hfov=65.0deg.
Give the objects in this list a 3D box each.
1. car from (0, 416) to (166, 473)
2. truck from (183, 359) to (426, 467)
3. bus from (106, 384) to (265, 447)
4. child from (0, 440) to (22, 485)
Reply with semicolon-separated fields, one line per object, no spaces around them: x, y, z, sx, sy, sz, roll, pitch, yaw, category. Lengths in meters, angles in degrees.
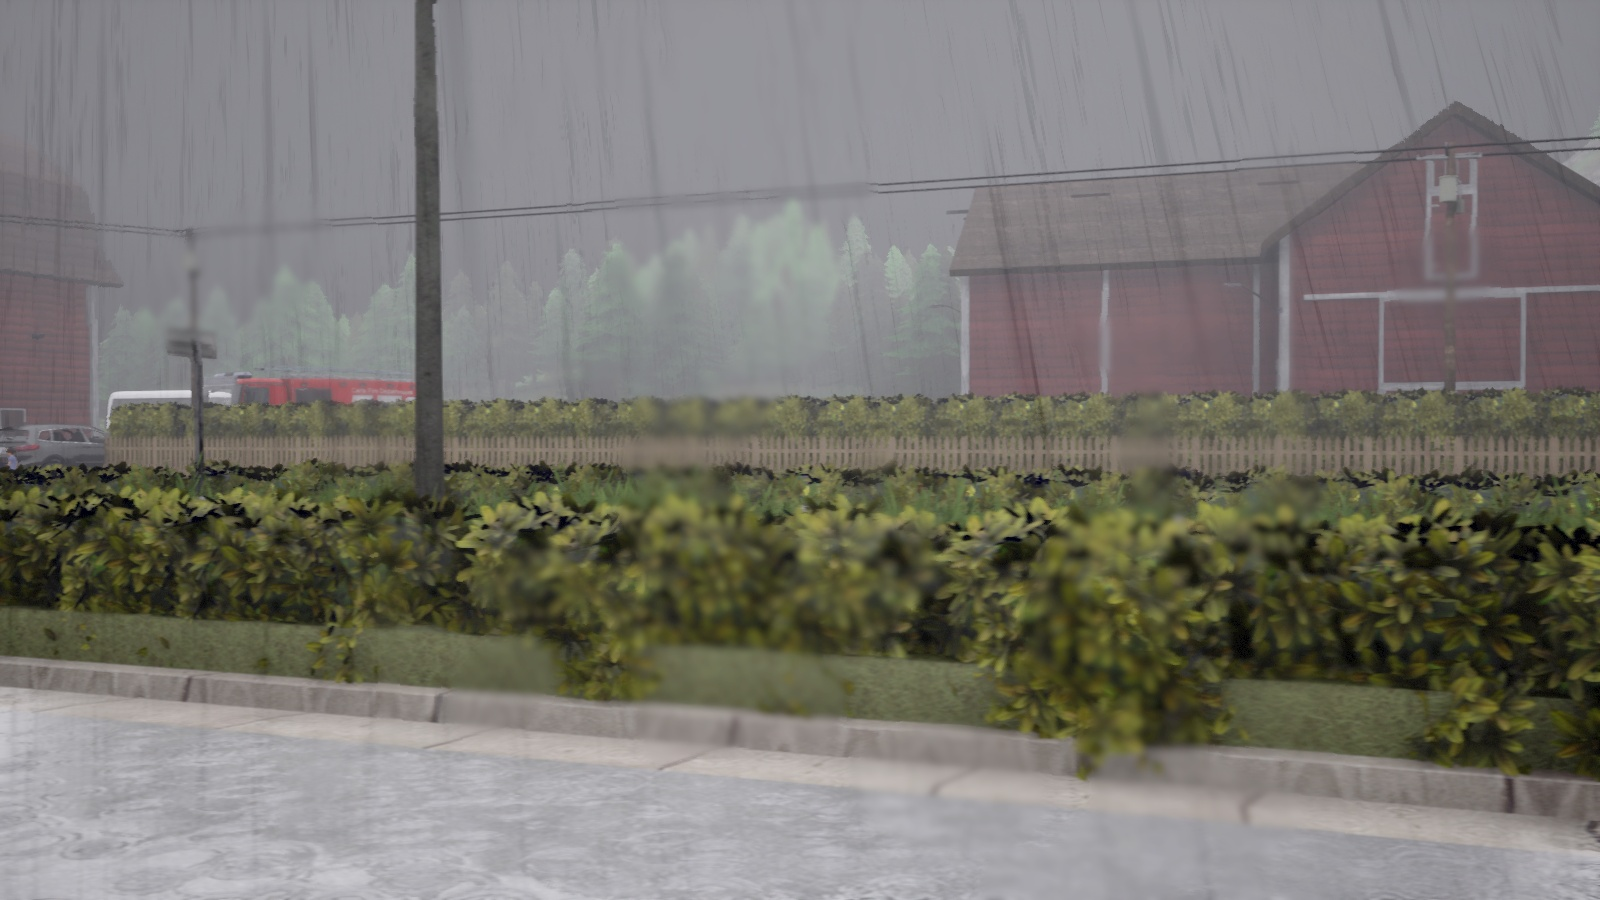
-22.507;-0.213;39.060;2.242;1.667;4.611;0;1;24;car
-18.993;-1.397;48.760;2.891;3.827;8.468;1;1;38;truck
-43.269;-2.387;88.435;10.273;4.253;3.944;1;1;19;bus
-19.475;0.314;31.013;0.394;1.110;0.255;0;1;-15;child
